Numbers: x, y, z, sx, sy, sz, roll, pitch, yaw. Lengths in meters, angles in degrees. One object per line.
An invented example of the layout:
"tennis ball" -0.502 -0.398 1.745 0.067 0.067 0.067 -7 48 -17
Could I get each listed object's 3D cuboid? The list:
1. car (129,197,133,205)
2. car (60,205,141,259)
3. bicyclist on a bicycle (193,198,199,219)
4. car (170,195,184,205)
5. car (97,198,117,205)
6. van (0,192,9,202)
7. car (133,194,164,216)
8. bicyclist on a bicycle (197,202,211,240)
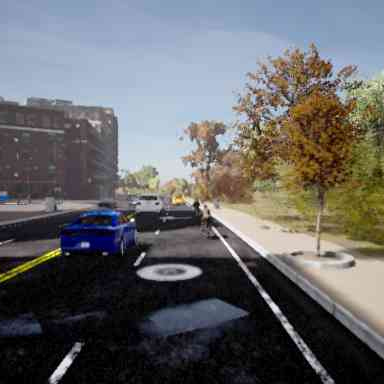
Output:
"car" -8.405 1.411 50.091 2.128 1.511 4.902 0 0 -4
"car" -3.308 1.457 12.630 1.882 1.535 5.008 0 0 -1
"bicyclist on a bicycle" 0.352 1.324 25.901 0.659 1.776 1.843 0 0 -2
"car" -2.324 1.366 56.597 1.882 1.535 5.008 0 0 -5
"car" -11.315 1.527 44.529 1.895 1.301 4.718 0 0 -3
"van" -33.454 0.816 56.683 3.998 1.788 1.690 1 -1 -34
"car" -3.931 1.168 31.437 2.150 2.045 5.566 0 0 -3
"bicyclist on a bicycle" 0.668 1.424 15.973 0.582 1.620 1.656 0 0 -1
